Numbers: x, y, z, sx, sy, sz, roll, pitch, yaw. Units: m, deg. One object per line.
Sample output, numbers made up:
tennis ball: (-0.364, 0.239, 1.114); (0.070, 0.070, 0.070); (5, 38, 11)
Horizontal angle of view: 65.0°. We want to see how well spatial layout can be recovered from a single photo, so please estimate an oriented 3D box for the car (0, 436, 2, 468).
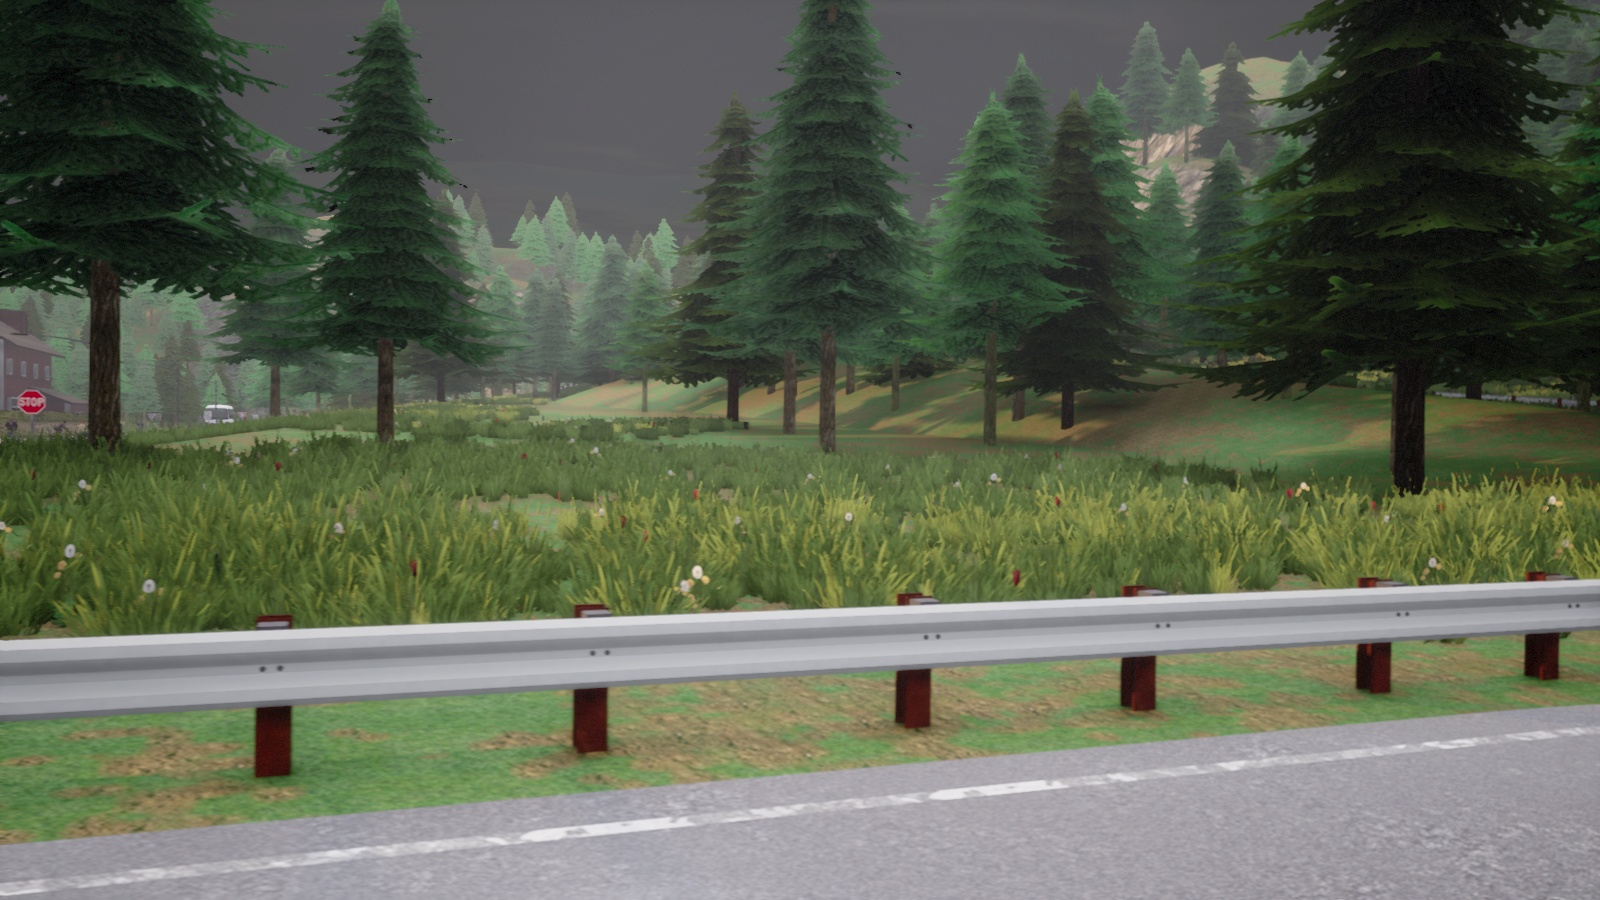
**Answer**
car: (-41.880, 0.129, 63.076); (2.033, 1.649, 4.856); (-1, 1, -20)
